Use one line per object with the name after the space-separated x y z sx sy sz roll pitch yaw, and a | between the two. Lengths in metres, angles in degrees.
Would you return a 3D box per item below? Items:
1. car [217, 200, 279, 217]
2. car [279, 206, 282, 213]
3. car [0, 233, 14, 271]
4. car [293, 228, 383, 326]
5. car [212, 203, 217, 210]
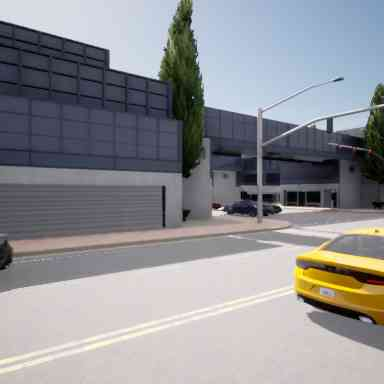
5.176 1.550 31.353 2.033 1.411 5.357 0 0 -37 | car
7.235 1.567 34.438 1.994 1.385 4.181 0 0 -37 | car
-6.892 1.505 7.684 4.892 1.490 1.837 0 0 -36 | car
4.204 1.478 6.842 5.008 1.535 1.882 0 0 -36 | car
1.535 1.604 42.046 1.895 1.301 4.718 0 0 -37 | car
